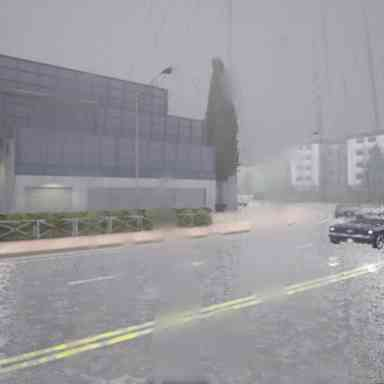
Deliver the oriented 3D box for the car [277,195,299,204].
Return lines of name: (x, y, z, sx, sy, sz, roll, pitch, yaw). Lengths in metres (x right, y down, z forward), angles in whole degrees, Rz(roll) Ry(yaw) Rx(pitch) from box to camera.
car: (17.688, 1.333, 61.479, 2.097, 1.767, 4.553, 0, 0, -22)

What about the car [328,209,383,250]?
car: (7.783, 1.596, 14.605, 4.718, 1.301, 1.895, 0, 0, -44)

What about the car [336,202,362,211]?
car: (13.230, 1.555, 28.052, 1.994, 1.385, 4.181, 0, 0, 25)
